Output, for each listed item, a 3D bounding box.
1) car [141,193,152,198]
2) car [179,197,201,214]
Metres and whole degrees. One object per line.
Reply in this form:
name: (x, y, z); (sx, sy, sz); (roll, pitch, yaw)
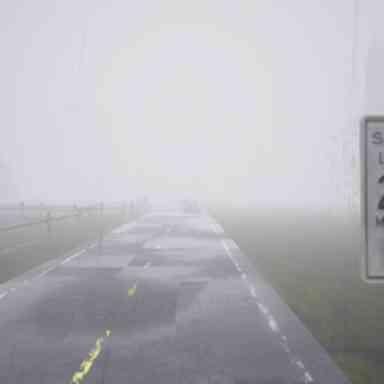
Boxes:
car: (-10.731, 0.946, 77.935); (1.882, 1.535, 5.008); (0, 0, -19)
car: (-0.049, 1.528, 34.852); (2.033, 1.411, 5.357); (0, 0, -2)
